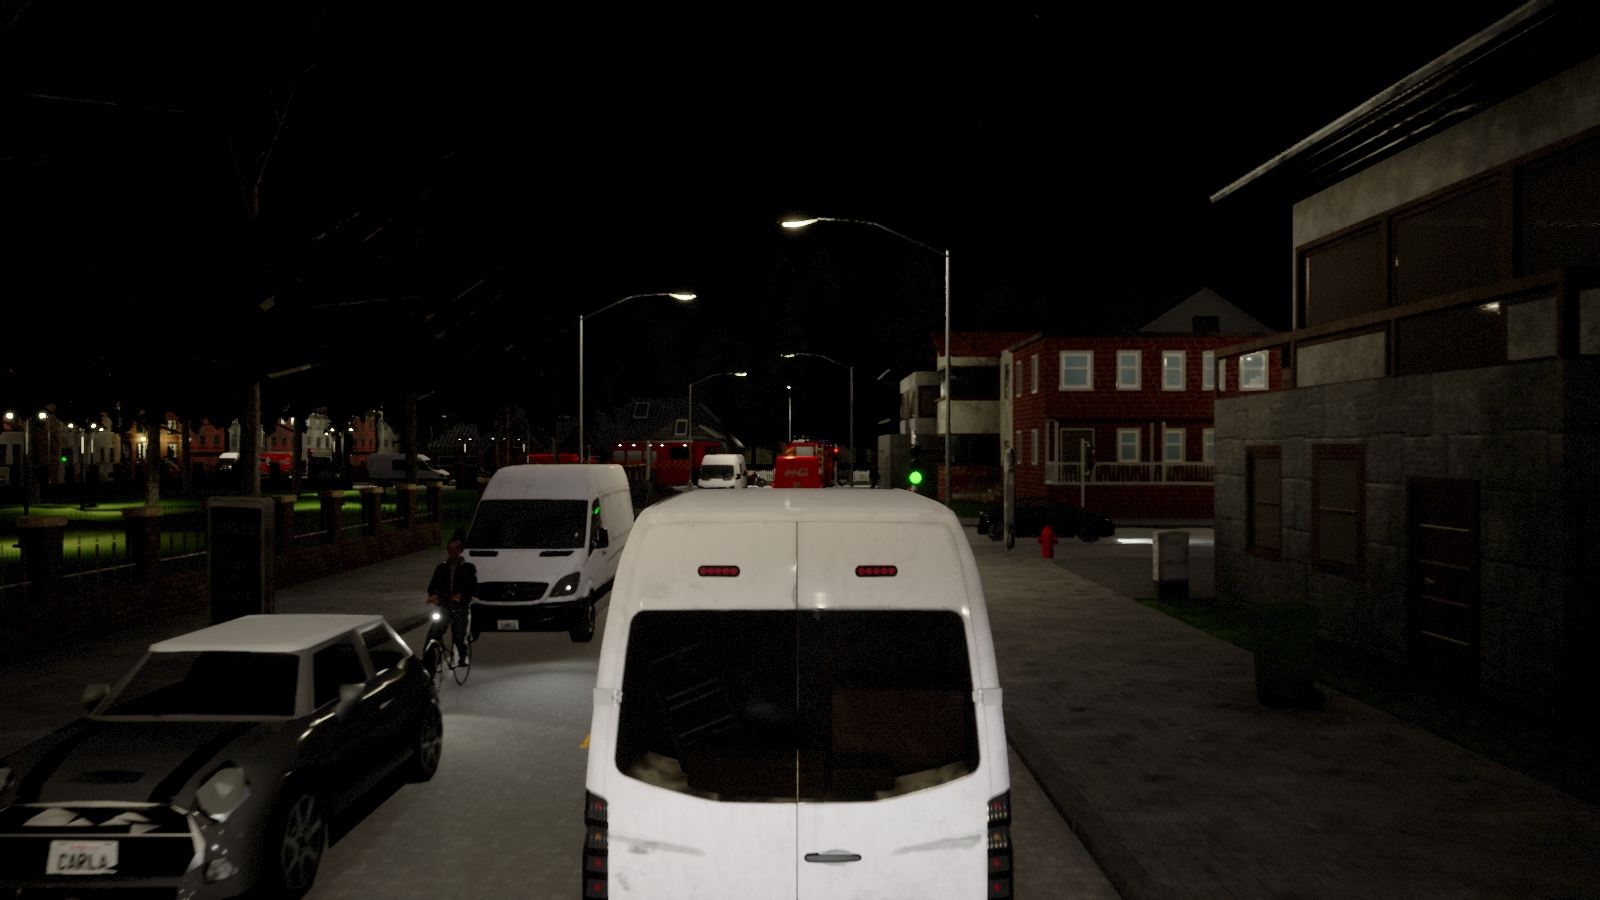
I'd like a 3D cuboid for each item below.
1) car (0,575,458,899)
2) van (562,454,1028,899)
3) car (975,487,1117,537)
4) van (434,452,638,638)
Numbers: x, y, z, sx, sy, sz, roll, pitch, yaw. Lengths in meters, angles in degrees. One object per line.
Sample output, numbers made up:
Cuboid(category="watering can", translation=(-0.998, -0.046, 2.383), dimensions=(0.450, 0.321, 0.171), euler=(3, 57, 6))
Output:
Cuboid(category="car", translation=(-4.012, 1.844, 8.222), dimensions=(1.970, 1.475, 3.806), euler=(0, 0, 0))
Cuboid(category="van", translation=(-0.025, 1.314, 7.832), dimensions=(1.988, 2.561, 5.915), euler=(0, 0, 0))
Cuboid(category="car", translation=(7.588, 1.898, 35.394), dimensions=(4.181, 1.385, 1.994), euler=(0, 0, 11))
Cuboid(category="van", translation=(-4.047, 1.315, 18.678), dimensions=(1.988, 2.561, 5.915), euler=(0, 0, 0))
